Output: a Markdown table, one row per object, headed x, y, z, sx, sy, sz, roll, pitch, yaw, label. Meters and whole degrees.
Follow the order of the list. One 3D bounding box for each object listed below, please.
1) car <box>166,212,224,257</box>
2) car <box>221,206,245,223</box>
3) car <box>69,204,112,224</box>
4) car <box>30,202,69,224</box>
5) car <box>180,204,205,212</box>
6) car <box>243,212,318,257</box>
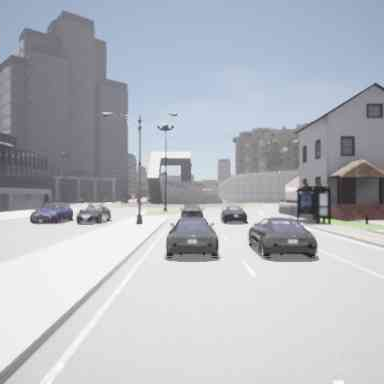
| x | y | z | sx | sy | sz | roll | pitch | yaw | label |
| --- | --- | --- | --- | --- | --- | --- | --- | --- | --- |
| 0.018 | 1.716 | 13.594 | 1.994 | 1.385 | 4.181 | 0 | -1 | 0 | car |
| 3.542 | 1.881 | 28.489 | 1.994 | 1.385 | 4.181 | 0 | -1 | 1 | car |
| -8.023 | 1.798 | 27.533 | 2.128 | 1.511 | 4.902 | 0 | -1 | 0 | car |
| -11.523 | 1.658 | 27.616 | 2.097 | 1.767 | 4.553 | 0 | -1 | 0 | car |
| 0.041 | 1.823 | 28.483 | 1.837 | 1.490 | 4.892 | 0 | 0 | 1 | car |
| 3.518 | 1.716 | 13.568 | 1.994 | 1.385 | 4.181 | 0 | -1 | 0 | car |
